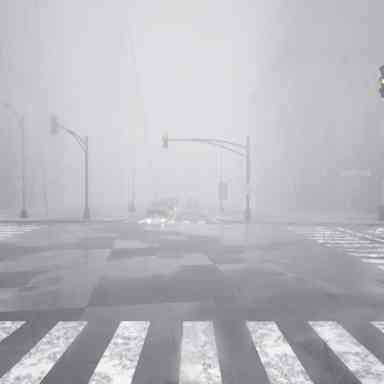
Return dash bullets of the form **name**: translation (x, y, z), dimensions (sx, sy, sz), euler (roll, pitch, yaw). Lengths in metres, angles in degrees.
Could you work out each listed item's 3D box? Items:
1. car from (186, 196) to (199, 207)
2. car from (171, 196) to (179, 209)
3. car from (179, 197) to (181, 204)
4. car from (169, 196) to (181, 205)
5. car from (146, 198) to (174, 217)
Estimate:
- **car**: translation (0.074, 1.554, 51.443), dimensions (1.994, 1.385, 4.181), euler (0, 0, 0)
- **car**: translation (-3.125, 1.539, 41.342), dimensions (2.033, 1.411, 5.357), euler (0, 0, 0)
- **car**: translation (-3.112, 1.554, 51.425), dimensions (1.994, 1.385, 4.181), euler (0, 0, 1)
- **car**: translation (-3.064, 1.466, 61.917), dimensions (1.882, 1.535, 5.008), euler (0, 0, 1)
- **car**: translation (-3.121, 1.541, 31.269), dimensions (2.033, 1.411, 5.357), euler (0, 0, 0)
